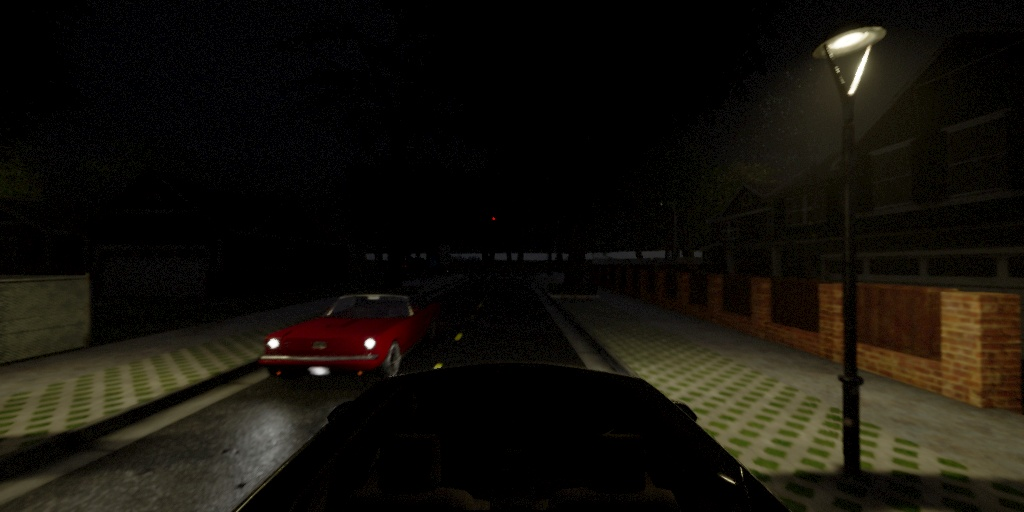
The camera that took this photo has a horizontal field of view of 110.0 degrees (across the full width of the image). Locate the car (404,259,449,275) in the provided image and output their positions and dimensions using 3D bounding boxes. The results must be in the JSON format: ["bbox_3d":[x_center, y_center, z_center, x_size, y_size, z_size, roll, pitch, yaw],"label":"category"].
[{"bbox_3d":[-10.121,1.371,43.368,5.566,2.045,2.150,1,-2,0],"label":"car"}]

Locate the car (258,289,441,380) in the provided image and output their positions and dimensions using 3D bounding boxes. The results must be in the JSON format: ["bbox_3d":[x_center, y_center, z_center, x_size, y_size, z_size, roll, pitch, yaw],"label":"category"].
[{"bbox_3d":[-2.847,1.414,7.507,1.895,1.301,4.718,0,-1,0],"label":"car"}]
